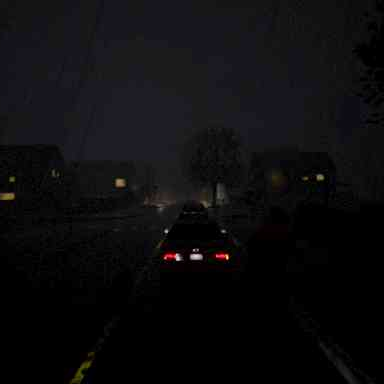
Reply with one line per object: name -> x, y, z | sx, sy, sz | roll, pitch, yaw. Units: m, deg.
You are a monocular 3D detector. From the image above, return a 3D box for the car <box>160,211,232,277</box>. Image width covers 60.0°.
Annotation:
car -> 0.094, 1.540, 10.155 | 2.033, 1.411, 5.357 | 0, 0, 0

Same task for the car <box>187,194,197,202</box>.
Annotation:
car -> -0.002, 1.338, 76.879 | 2.097, 1.767, 4.553 | 0, 0, 0

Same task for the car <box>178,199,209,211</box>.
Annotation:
car -> 0.101, 1.483, 22.470 | 2.128, 1.511, 4.902 | 0, 0, 0

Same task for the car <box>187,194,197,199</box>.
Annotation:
car -> -0.002, 1.668, 66.891 | 1.895, 1.301, 4.718 | 0, 0, 0
